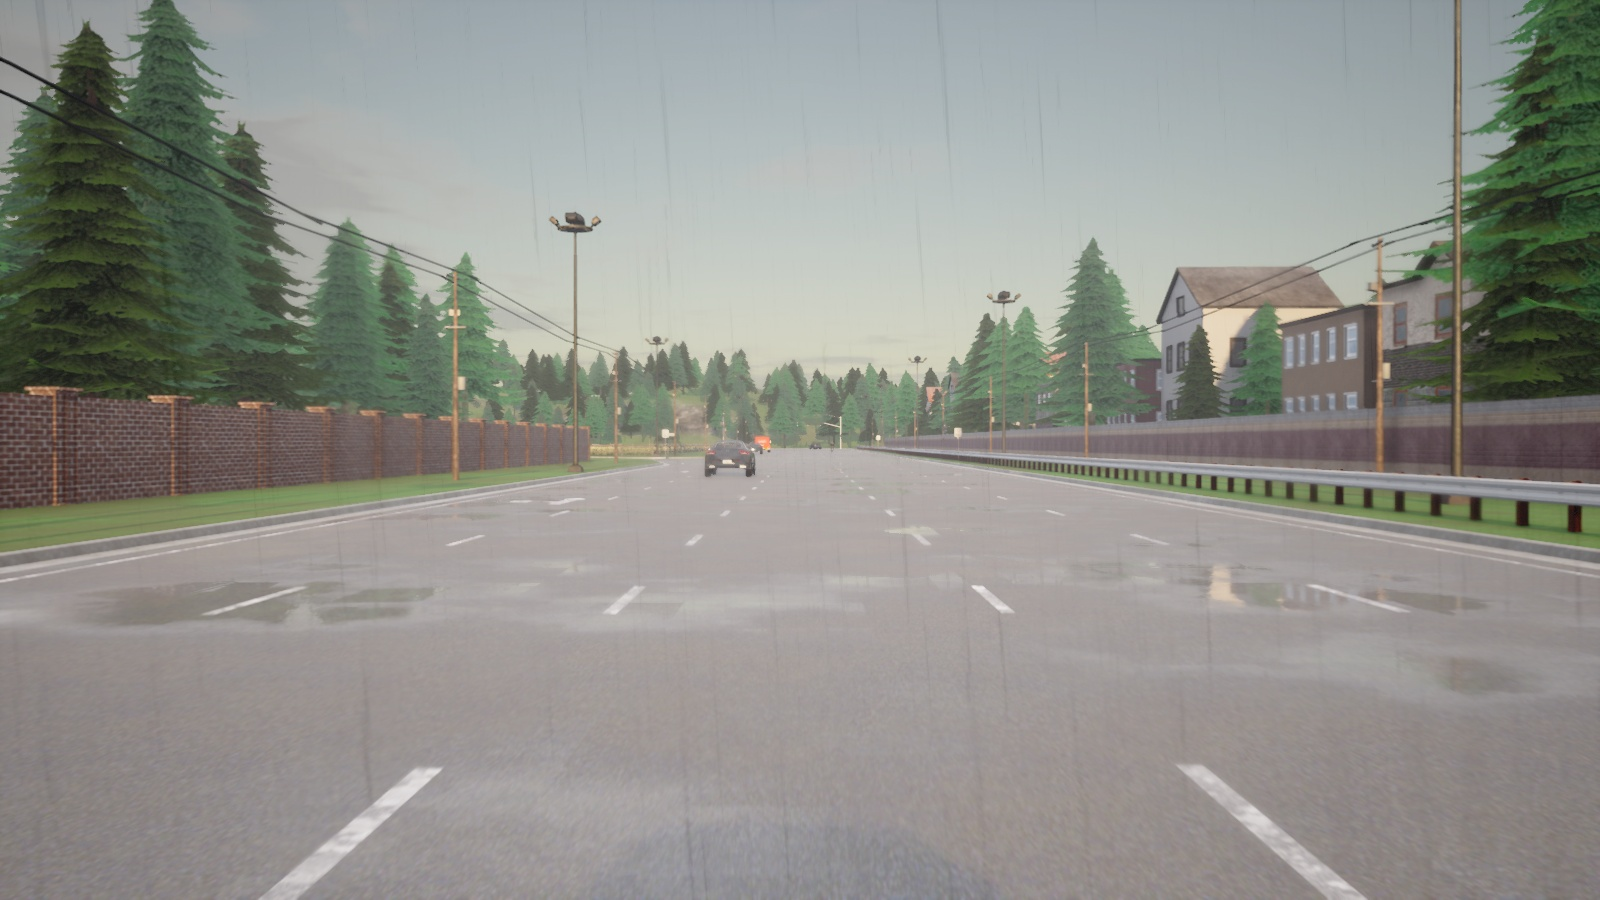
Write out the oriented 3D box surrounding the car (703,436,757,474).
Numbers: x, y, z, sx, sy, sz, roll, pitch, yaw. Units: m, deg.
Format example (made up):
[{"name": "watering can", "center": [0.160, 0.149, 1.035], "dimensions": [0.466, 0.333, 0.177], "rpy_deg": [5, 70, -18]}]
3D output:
[{"name": "car", "center": [-3.157, 0.200, 57.316], "dimensions": [2.152, 1.651, 5.027], "rpy_deg": [0, 0, 0]}]
